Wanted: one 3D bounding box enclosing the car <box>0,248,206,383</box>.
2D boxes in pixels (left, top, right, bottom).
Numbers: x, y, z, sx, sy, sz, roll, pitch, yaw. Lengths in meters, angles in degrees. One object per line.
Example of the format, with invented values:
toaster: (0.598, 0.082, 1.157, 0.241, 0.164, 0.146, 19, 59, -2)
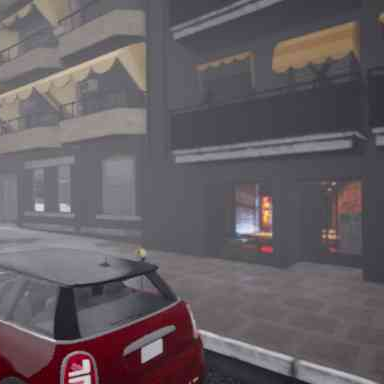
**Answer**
car: (-1.935, 1.419, 4.079, 4.097, 1.590, 1.967, 0, -1, 35)
